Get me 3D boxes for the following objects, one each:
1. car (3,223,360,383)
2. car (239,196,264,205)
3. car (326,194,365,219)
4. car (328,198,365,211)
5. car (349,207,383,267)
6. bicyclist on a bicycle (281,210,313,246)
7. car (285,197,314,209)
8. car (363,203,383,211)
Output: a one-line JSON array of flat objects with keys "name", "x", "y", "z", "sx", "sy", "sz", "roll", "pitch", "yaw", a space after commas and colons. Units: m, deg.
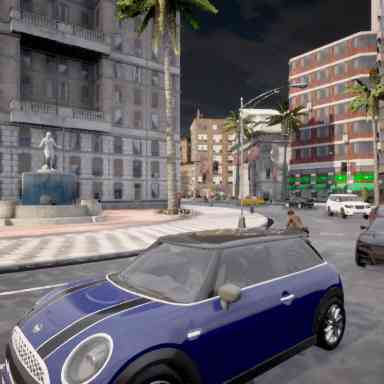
[{"name": "car", "x": 0.109, "y": 1.352, "z": 4.473, "sx": 4.553, "sy": 1.767, "sz": 2.097, "roll": 0, "pitch": 0, "yaw": -39}, {"name": "car", "x": 10.145, "y": 1.478, "z": 57.149, "sx": 1.882, "sy": 1.535, "sz": 5.008, "roll": 0, "pitch": 0, "yaw": -35}, {"name": "car", "x": 13.910, "y": 1.221, "z": 29.884, "sx": 2.150, "sy": 2.045, "sz": 5.566, "roll": 0, "pitch": 0, "yaw": 4}, {"name": "car", "x": 19.753, "y": 1.526, "z": 42.738, "sx": 1.812, "sy": 1.442, "sz": 4.674, "roll": 0, "pitch": 0, "yaw": -12}, {"name": "car", "x": 6.746, "y": 1.478, "z": 10.851, "sx": 1.882, "sy": 1.535, "sz": 5.008, "roll": 0, "pitch": 0, "yaw": 37}, {"name": "bicyclist on a bicycle", "x": 3.470, "y": 1.445, "z": 11.205, "sx": 0.582, "sy": 1.620, "sz": 1.656, "roll": 0, "pitch": -2, "yaw": -26}, {"name": "car", "x": 15.039, "y": 1.505, "z": 46.701, "sx": 1.837, "sy": 1.490, "sz": 4.892, "roll": 0, "pitch": 0, "yaw": -17}, {"name": "car", "x": 11.654, "y": 1.526, "z": 19.644, "sx": 1.812, "sy": 1.442, "sz": 4.674, "roll": 0, "pitch": 0, "yaw": 19}]
